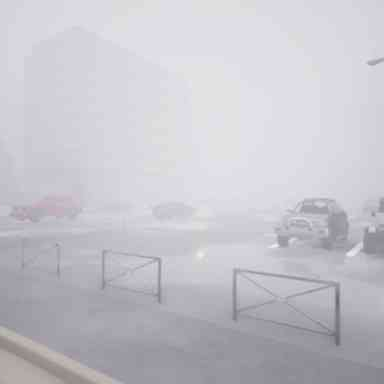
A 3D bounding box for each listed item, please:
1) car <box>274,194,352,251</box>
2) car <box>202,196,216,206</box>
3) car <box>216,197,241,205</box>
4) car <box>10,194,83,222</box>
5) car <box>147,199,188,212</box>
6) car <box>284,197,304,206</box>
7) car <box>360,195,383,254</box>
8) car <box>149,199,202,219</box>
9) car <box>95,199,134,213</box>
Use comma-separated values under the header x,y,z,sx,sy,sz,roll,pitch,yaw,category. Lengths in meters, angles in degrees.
x,y,z,sx,sy,sz,roll,pitch,yaw,category
5.022,1.154,13.545,1.932,1.855,4.605,0,0,34,car
3.187,1.521,54.660,1.837,1.490,4.892,0,0,34,car
6.178,1.250,52.830,1.895,1.301,4.718,0,0,34,car
-11.526,1.221,26.830,2.150,2.045,5.566,0,0,34,car
-2.789,1.547,39.740,2.033,1.411,5.357,0,0,34,car
17.525,1.595,57.112,1.837,1.490,4.892,0,0,34,car
7.383,1.157,11.870,1.905,1.878,3.866,0,0,34,car
-1.414,1.594,29.121,1.837,1.490,4.892,0,0,34,car
-8.654,1.491,37.318,2.128,1.511,4.902,0,0,34,car
